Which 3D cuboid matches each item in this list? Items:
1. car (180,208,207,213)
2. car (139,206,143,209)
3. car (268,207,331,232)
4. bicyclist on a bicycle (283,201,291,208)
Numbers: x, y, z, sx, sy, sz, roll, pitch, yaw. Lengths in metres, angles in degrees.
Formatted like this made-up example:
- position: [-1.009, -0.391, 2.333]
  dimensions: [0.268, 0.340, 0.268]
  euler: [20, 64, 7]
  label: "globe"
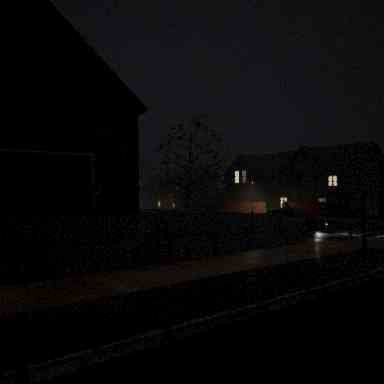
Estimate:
- position: [0.591, 2.190, 31.771]
  dimensions: [1.895, 1.301, 4.718]
  euler: [-1, -1, -36]
  label: "car"
- position: [-7.522, 2.398, 43.181]
  dimensions: [1.882, 1.535, 5.008]
  euler: [-1, 0, -35]
  label: "car"
- position: [7.006, 1.832, 22.771]
  dimensions: [1.837, 1.490, 4.892]
  euler: [-1, -1, -36]
  label: "car"
- position: [8.681, 1.667, 30.491]
  dimensions: [1.656, 1.620, 0.582]
  euler: [-1, 0, -36]
  label: "bicyclist on a bicycle"
